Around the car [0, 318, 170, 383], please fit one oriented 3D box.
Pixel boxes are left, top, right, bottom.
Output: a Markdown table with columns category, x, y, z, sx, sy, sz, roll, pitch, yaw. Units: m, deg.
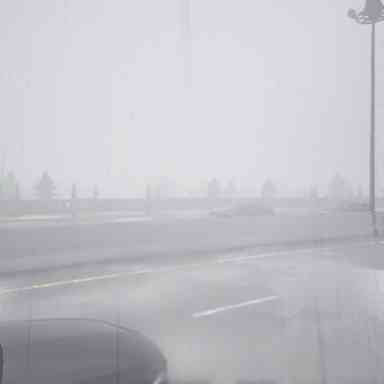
| category | x | y | z | sx | sy | sz | roll | pitch | yaw |
| --- | --- | --- | --- | --- | --- | --- | --- | --- | --- |
| car | -2.296 | 1.509 | 1.994 | 4.674 | 1.442 | 1.812 | 0 | 0 | -36 |

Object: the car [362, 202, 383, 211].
| category | x | y | z | sx | sy | sz | roll | pitch | yaw |
| --- | --- | --- | --- | --- | --- | --- | --- | --- | --- |
| car | 14.492 | 1.313 | 22.871 | 4.553 | 1.767 | 2.097 | 0 | 0 | -20 |

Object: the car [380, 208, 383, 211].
| category | x | y | z | sx | sy | sz | roll | pitch | yaw |
| --- | --- | --- | --- | --- | --- | --- | --- | --- | --- |
| car | 10.050 | 1.487 | 13.235 | 4.892 | 1.490 | 1.837 | 0 | 0 | -26 |

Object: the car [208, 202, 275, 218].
| category | x | y | z | sx | sy | sz | roll | pitch | yaw |
| --- | --- | --- | --- | --- | --- | --- | --- | --- | --- |
| car | 3.958 | 1.463 | 26.082 | 5.357 | 1.411 | 2.033 | 0 | 0 | -25 |

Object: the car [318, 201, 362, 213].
| category | x | y | z | sx | sy | sz | roll | pitch | yaw |
| --- | --- | --- | --- | --- | --- | --- | --- | --- | --- |
| car | 12.021 | 1.434 | 25.683 | 4.902 | 1.511 | 2.128 | 0 | 0 | -21 |
